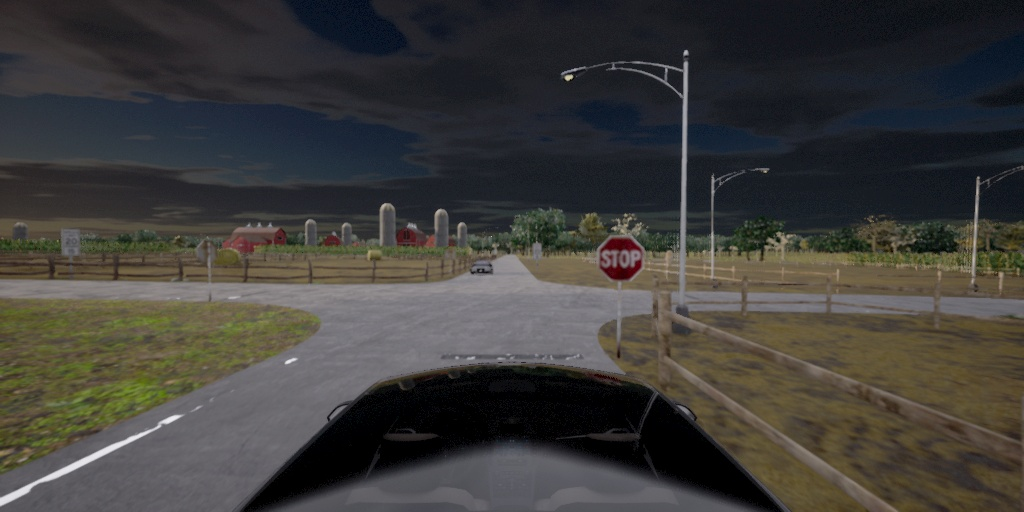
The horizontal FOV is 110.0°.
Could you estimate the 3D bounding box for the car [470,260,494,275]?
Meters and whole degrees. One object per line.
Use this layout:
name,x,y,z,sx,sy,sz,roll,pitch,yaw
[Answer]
car,-2.727,1.077,33.388,1.994,1.385,4.181,0,1,0
